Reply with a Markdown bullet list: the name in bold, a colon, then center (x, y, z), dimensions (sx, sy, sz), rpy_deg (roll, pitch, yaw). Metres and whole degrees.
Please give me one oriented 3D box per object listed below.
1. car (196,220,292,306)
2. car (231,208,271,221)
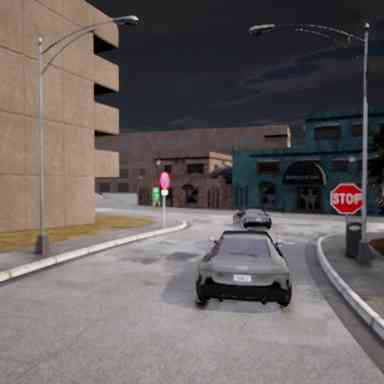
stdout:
- **car**: center (1.340, 1.650, 8.384), dimensions (1.994, 1.385, 4.181), rpy_deg (0, -1, 11)
- **car**: center (4.197, 1.804, 23.896), dimensions (1.994, 1.385, 4.181), rpy_deg (1, 0, -5)
